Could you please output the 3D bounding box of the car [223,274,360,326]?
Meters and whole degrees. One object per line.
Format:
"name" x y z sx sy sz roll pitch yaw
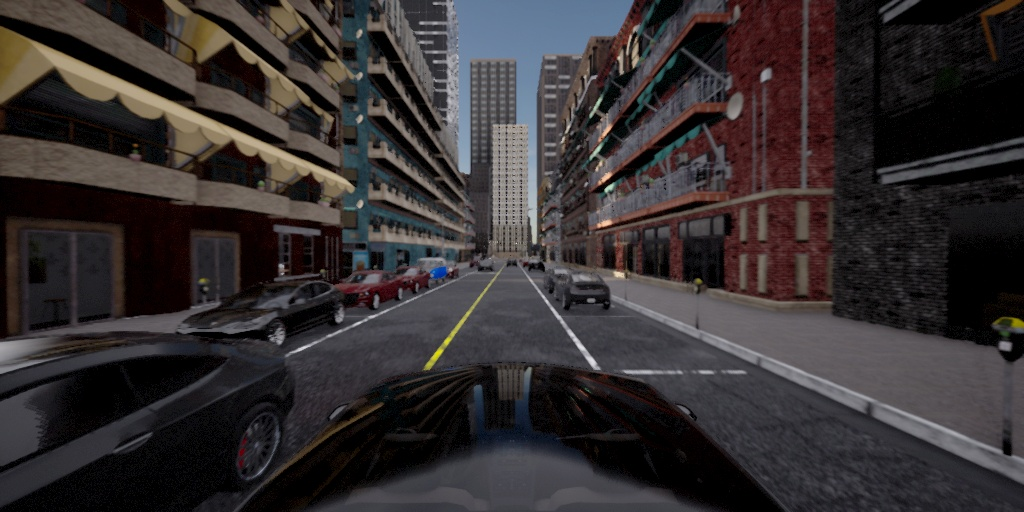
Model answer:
"car" -5.693 1.297 8.827 1.948 1.339 4.313 0 0 0

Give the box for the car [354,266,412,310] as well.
"car" -5.693 1.261 14.351 1.888 1.381 4.507 0 0 0

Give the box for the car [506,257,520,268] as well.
"car" -0.007 1.114 59.229 1.837 1.490 4.892 0 0 0

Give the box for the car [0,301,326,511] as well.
"car" -3.100 1.275 1.844 1.812 1.442 4.674 0 0 0

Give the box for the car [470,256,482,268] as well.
"car" -5.700 0.925 58.538 2.192 1.841 5.009 0 0 0

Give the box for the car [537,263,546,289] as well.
"car" 2.687 1.253 19.862 2.007 1.370 4.403 0 0 0

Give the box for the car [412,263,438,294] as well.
"car" -5.695 1.247 19.875 1.888 1.381 4.507 0 0 0

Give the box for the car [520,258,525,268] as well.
"car" 2.682 1.155 58.526 1.888 1.381 4.507 0 0 0

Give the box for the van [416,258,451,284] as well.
"van" -5.695 1.029 25.398 1.690 1.789 3.998 0 0 0

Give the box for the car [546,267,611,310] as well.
"car" 2.687 1.267 14.339 2.007 1.370 4.403 0 0 0

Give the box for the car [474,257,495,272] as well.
"car" -3.087 1.150 43.338 1.837 1.490 4.892 0 0 0

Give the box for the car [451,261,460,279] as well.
"car" -5.696 1.114 30.922 1.967 1.591 4.097 0 0 0

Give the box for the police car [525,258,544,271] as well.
"police car" 2.995 1.066 45.391 1.930 1.638 5.238 0 0 0
